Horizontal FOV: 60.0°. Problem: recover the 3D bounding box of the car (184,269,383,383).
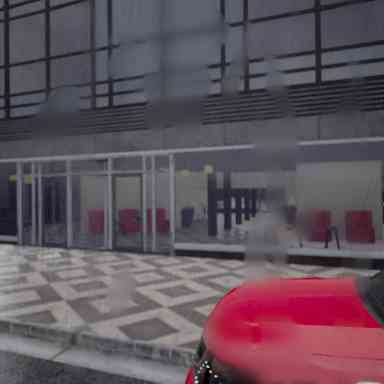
[{"bbox_3d":[2.676,1.223,2.187,5.566,2.045,2.150,0,0,20],"label":"car"}]
